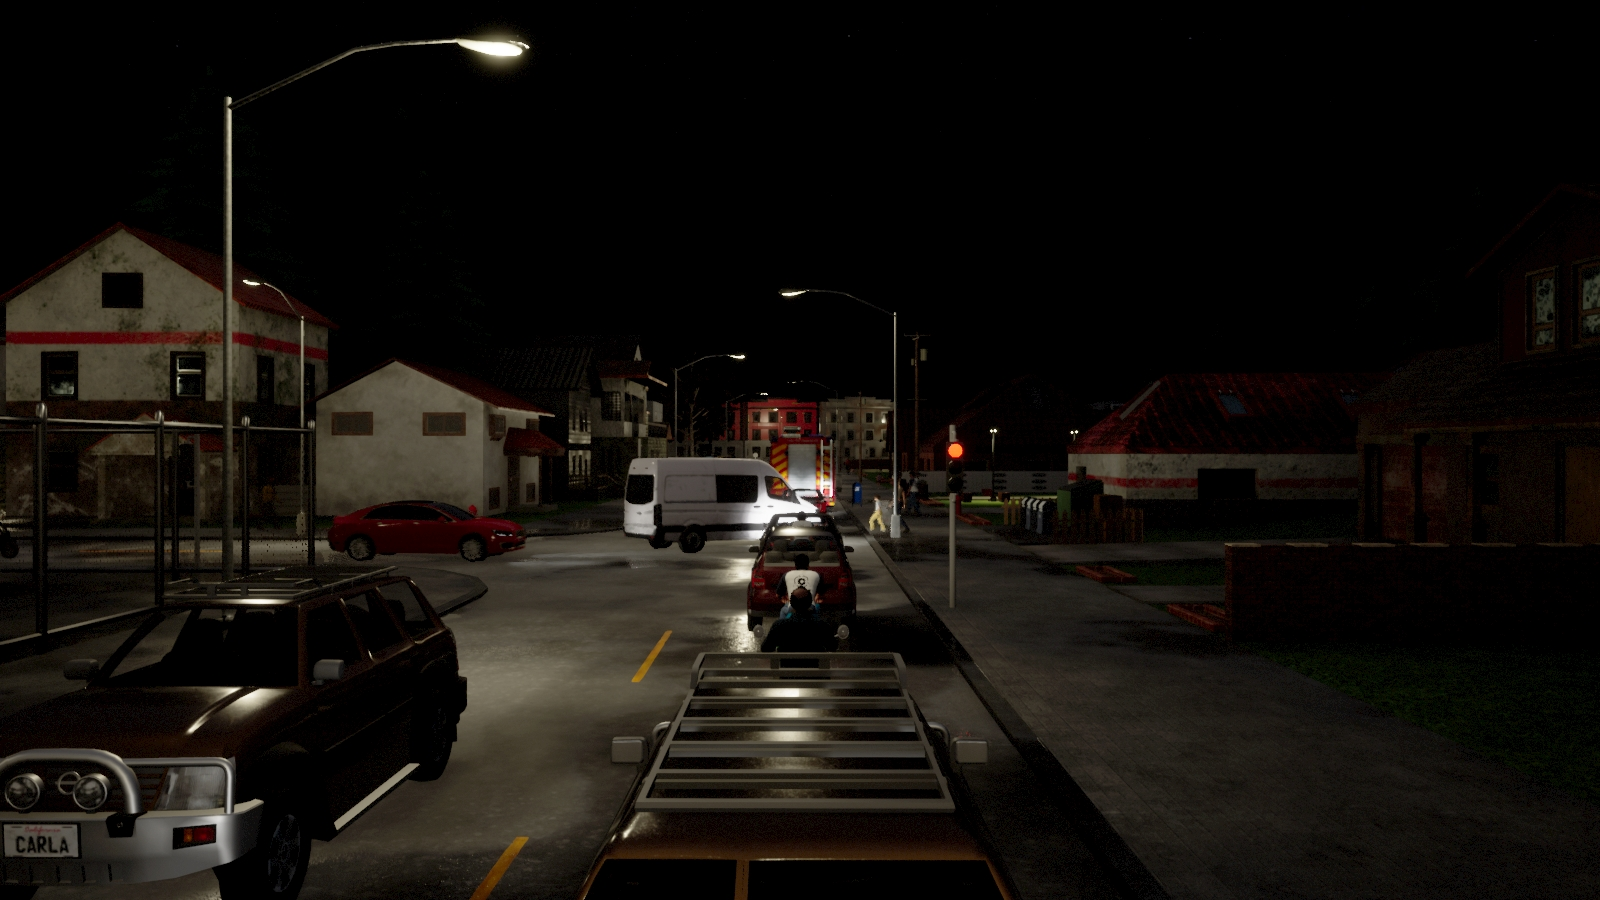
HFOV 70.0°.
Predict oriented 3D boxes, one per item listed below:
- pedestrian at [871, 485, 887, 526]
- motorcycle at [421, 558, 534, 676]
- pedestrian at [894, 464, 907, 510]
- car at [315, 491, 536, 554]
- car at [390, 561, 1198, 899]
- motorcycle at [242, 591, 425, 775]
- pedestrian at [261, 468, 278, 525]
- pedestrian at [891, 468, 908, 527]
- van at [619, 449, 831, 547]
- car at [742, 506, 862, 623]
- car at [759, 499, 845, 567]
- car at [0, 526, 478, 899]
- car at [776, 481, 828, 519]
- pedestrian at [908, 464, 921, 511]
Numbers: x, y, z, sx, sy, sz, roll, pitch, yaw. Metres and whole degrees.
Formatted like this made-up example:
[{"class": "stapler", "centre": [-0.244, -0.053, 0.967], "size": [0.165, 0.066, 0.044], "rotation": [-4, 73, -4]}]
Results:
[{"class": "pedestrian", "centre": [2.555, 1.790, 37.094], "size": [0.375, 1.300, 0.375], "rotation": [0, 0, 31]}, {"class": "motorcycle", "centre": [-3.894, 1.987, 13.966], "size": [0.803, 1.145, 2.033], "rotation": [0, 0, 0]}, {"class": "pedestrian", "centre": [4.082, 1.506, 46.451], "size": [0.375, 1.860, 0.375], "rotation": [0, 0, -45]}, {"class": "car", "centre": [-9.518, 1.831, 29.297], "size": [4.892, 1.480, 2.231], "rotation": [0, 0, 4]}, {"class": "car", "centre": [-0.006, 1.641, 5.035], "size": [1.932, 1.855, 4.605], "rotation": [0, 0, 0]}, {"class": "motorcycle", "centre": [-3.994, 1.958, 9.954], "size": [0.856, 1.236, 1.805], "rotation": [0, 0, 0]}, {"class": "pedestrian", "centre": [-17.422, 1.510, 37.514], "size": [0.375, 1.860, 0.375], "rotation": [0, 0, 2]}, {"class": "pedestrian", "centre": [3.200, 1.512, 36.649], "size": [0.375, 1.860, 0.375], "rotation": [0, 0, -43]}, {"class": "van", "centre": [-2.054, 1.299, 32.657], "size": [5.915, 2.561, 1.988], "rotation": [1, -1, -36]}, {"class": "car", "centre": [0.027, 1.798, 18.824], "size": [1.789, 1.549, 3.705], "rotation": [0, 0, 0]}, {"class": "car", "centre": [0.043, 1.924, 27.446], "size": [1.895, 1.301, 4.718], "rotation": [0, 0, 0]}, {"class": "car", "centre": [-3.983, 1.640, 8.349], "size": [1.932, 1.855, 4.605], "rotation": [0, 0, 0]}, {"class": "car", "centre": [0.078, 1.918, 44.637], "size": [1.895, 1.301, 4.718], "rotation": [0, 0, 0]}, {"class": "pedestrian", "centre": [4.570, 1.507, 45.695], "size": [0.375, 1.860, 0.375], "rotation": [0, 0, 34]}]
